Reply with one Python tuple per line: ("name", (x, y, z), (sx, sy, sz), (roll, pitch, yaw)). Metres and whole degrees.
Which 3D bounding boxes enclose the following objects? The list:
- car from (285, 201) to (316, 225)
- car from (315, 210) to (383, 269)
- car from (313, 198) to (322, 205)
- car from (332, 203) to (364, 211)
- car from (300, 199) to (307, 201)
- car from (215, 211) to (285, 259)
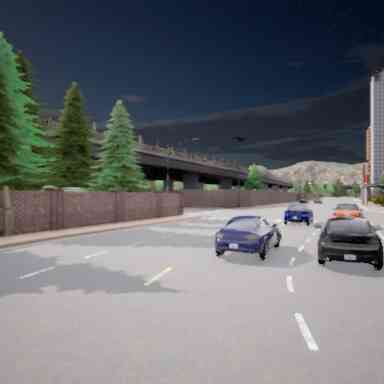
("car", (8.634, 1.762, 26.820), (1.882, 1.535, 5.008), (0, 0, 24))
("car", (5.502, 1.641, 11.801), (1.837, 1.490, 4.892), (0, 0, 23))
("car", (32.230, 2.421, 85.193), (1.837, 1.490, 4.892), (0, -1, 25))
("car", (11.679, 1.630, 24.956), (2.097, 1.767, 4.553), (0, -1, 26))
("car", (29.049, 2.516, 86.654), (1.895, 1.301, 4.718), (0, -1, 25))
("car", (2.307, 1.658, 13.223), (1.812, 1.442, 4.674), (0, 0, 23))
